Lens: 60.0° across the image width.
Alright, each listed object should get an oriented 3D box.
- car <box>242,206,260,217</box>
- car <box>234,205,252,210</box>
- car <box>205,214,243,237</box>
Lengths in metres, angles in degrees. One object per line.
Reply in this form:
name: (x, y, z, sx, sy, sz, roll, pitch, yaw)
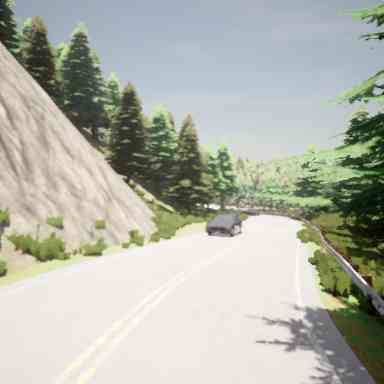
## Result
car: (11.813, 3.999, 64.731, 1.837, 1.490, 4.892, 2, -2, -6)
car: (11.653, 4.050, 75.687, 2.150, 2.045, 5.566, 0, -1, -31)
car: (2.449, 2.318, 23.815, 2.033, 1.411, 5.357, 2, -2, 18)
